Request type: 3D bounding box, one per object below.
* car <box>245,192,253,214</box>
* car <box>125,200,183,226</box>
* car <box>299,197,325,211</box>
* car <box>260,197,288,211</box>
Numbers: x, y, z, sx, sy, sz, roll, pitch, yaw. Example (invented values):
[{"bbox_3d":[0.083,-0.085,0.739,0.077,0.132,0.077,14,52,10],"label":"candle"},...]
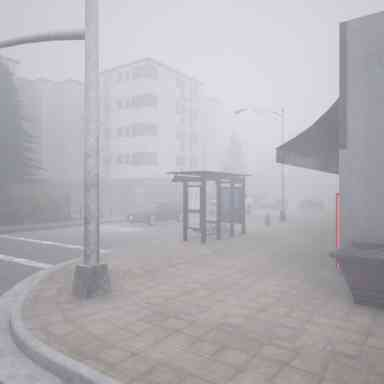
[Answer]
[{"bbox_3d":[3.592,1.045,30.331,2.150,2.045,5.566,0,0,36],"label":"car"},{"bbox_3d":[-2.290,1.328,22.146,1.837,1.490,4.892,0,0,36],"label":"car"},{"bbox_3d":[13.763,1.329,38.179,1.837,1.490,4.892,0,0,36],"label":"car"},{"bbox_3d":[9.532,1.301,38.548,1.882,1.535,5.008,0,0,36],"label":"car"}]
